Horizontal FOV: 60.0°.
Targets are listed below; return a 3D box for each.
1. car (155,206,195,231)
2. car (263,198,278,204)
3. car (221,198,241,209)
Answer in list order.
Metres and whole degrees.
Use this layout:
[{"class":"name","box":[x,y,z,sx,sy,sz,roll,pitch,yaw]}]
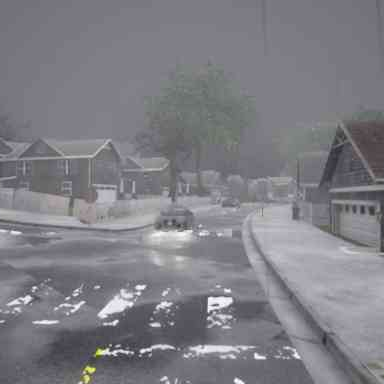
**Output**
[{"class":"car","box":[-0.975,1.591,20.829,1.994,1.385,4.181,0,0,9]},{"class":"car","box":[16.730,1.867,70.805,1.895,1.301,4.718,-1,-1,30]},{"class":"car","box":[5.566,1.565,46.687,2.033,1.411,5.357,0,0,19]}]
